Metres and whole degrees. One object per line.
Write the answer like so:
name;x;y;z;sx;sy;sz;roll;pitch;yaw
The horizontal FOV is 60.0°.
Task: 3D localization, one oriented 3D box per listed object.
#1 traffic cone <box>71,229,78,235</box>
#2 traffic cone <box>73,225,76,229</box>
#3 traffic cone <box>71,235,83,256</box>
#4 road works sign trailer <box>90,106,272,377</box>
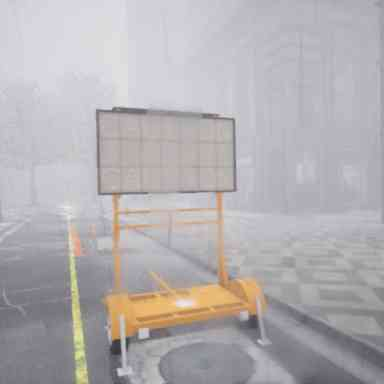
traffic cone;-4.770;1.953;13.697;0.340;0.580;0.340;-1;0;-21
traffic cone;-5.480;1.955;15.567;0.340;0.580;0.340;-1;0;-21
traffic cone;-4.060;1.951;11.827;0.340;0.580;0.340;-1;0;-21
road works sign trailer;-0.411;0.426;5.729;2.380;3.560;2.880;-1;0;-21
